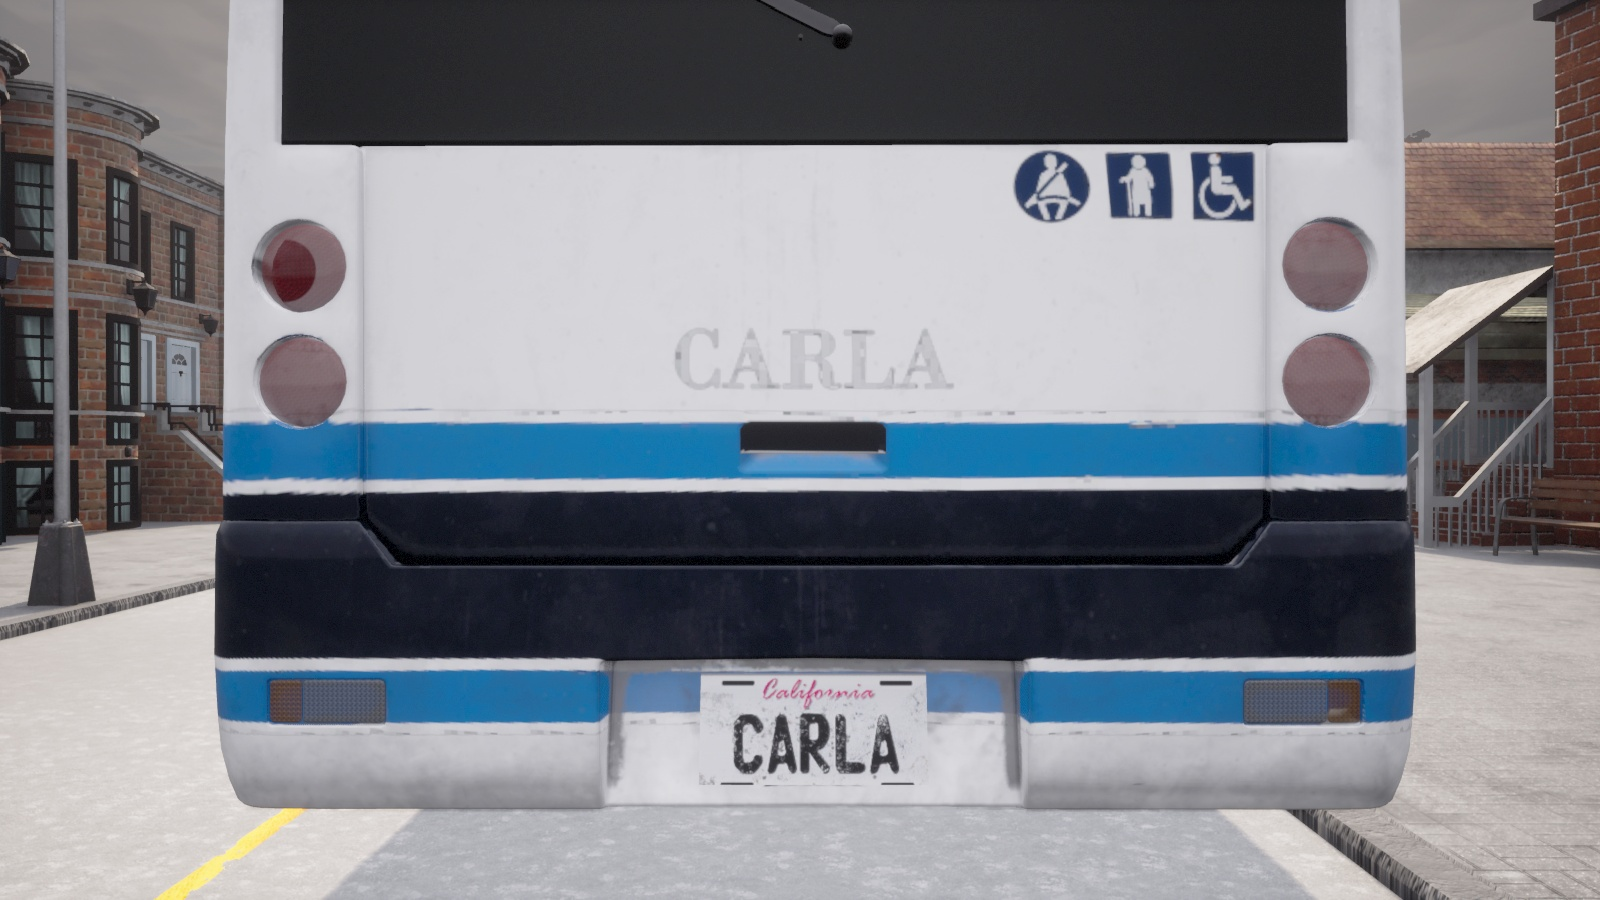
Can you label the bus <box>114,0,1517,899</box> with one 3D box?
[{"bbox_3d":[0.066,-0.679,8.669,3.944,4.253,10.273,0,0,0],"label":"bus"}]
